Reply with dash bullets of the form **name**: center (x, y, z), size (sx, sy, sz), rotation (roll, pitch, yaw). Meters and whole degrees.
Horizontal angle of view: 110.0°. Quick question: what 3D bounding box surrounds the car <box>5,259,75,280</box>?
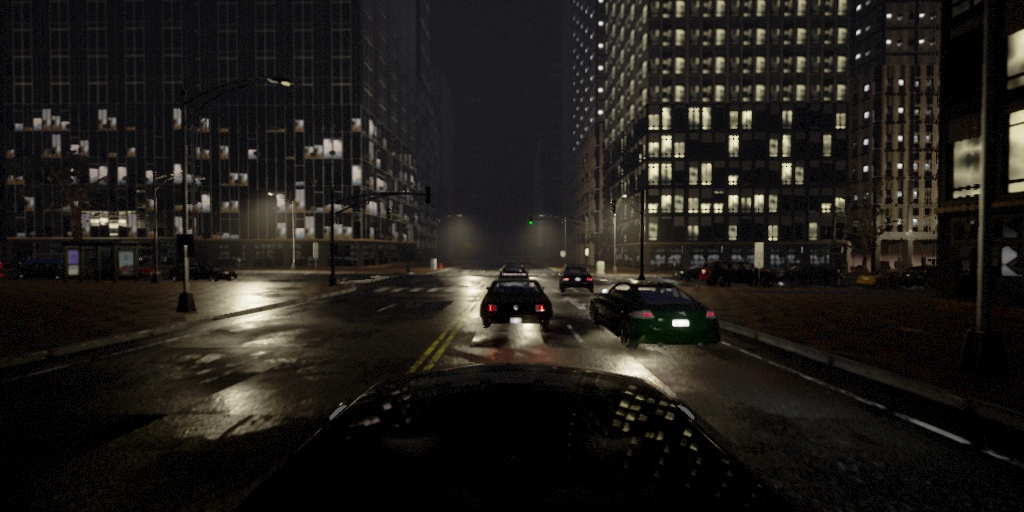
- **car**: center (-34.083, 1.107, 26.714), size (4.313, 1.339, 1.948), rotation (0, 0, 1)

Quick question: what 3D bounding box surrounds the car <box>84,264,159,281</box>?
- **car**: center (-28.403, 1.176, 26.538), size (4.207, 1.307, 1.802), rotation (0, 0, 1)

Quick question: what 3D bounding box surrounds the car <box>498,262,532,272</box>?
- **car**: center (0.119, 1.333, 23.343), size (2.128, 1.511, 4.902), rotation (0, -1, 0)

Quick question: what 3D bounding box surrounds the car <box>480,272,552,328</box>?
- **car**: center (0.106, 1.360, 11.384), size (1.895, 1.301, 4.718), rotation (0, 0, 0)

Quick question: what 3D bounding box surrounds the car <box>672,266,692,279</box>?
- **car**: center (16.458, 1.472, 31.629), size (4.181, 1.385, 1.994), rotation (1, 1, 1)

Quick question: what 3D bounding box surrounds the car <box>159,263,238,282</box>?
- **car**: center (-22.719, 1.211, 26.402), size (4.313, 1.339, 1.948), rotation (0, 0, 1)

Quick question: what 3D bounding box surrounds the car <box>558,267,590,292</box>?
- **car**: center (3.805, 1.348, 21.486), size (2.033, 1.411, 5.357), rotation (-1, -2, 7)

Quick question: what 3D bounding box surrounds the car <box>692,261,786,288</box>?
- **car**: center (16.206, 1.306, 25.853), size (5.009, 1.841, 2.192), rotation (0, 0, 1)

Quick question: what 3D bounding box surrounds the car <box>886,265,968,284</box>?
- **car**: center (36.078, 1.584, 31.271), size (4.892, 1.490, 1.837), rotation (0, 1, 1)

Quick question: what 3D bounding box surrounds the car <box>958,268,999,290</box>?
- **car**: center (33.124, 1.721, 25.553), size (4.207, 1.307, 1.802), rotation (0, 0, 1)

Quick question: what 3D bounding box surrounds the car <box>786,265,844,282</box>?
- **car**: center (25.739, 1.537, 31.460), size (5.357, 1.411, 2.033), rotation (1, 1, 1)

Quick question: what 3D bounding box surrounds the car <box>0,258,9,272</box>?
- **car**: center (-50.032, 0.661, 32.875), size (4.553, 1.767, 2.097), rotation (1, 1, 1)

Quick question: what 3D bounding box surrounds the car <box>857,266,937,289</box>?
- **car**: center (27.654, 1.616, 25.650), size (4.829, 1.417, 1.751), rotation (0, 0, 1)

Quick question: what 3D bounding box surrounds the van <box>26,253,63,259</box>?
- **van**: center (-45.270, 0.656, 35.381), size (3.998, 1.789, 1.690), rotation (0, 0, 1)

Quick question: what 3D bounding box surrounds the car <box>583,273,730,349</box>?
- **car**: center (3.362, 1.321, 9.227), size (1.994, 1.385, 4.181), rotation (0, 0, -1)
